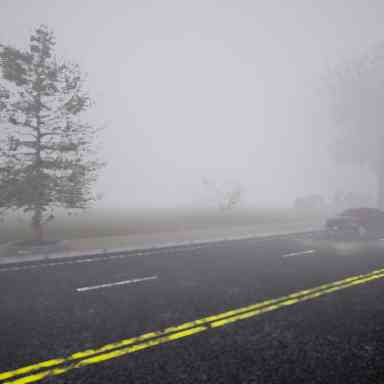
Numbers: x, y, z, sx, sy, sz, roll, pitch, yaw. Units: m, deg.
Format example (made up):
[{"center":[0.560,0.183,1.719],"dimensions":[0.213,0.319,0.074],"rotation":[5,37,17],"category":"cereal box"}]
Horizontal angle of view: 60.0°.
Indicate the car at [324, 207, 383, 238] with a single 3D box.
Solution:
[{"center":[9.442,1.607,18.769],"dimensions":[5.008,1.535,1.882],"rotation":[1,0,-37],"category":"car"}]
